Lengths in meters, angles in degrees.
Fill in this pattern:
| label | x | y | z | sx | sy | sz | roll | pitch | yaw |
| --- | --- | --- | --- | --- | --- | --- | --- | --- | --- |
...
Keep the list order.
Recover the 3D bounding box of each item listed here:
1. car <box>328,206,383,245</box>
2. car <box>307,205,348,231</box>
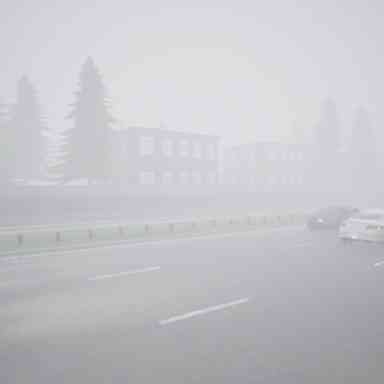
| label | x | y | z | sx | sy | sz | roll | pitch | yaw |
| --- | --- | --- | --- | --- | --- | --- | --- | --- | --- |
| car | 7.854 | 1.390 | 13.601 | 4.674 | 1.442 | 1.812 | -1 | 0 | -35 |
| car | 8.169 | 1.398 | 18.095 | 4.181 | 1.385 | 1.994 | -1 | 0 | -35 |
